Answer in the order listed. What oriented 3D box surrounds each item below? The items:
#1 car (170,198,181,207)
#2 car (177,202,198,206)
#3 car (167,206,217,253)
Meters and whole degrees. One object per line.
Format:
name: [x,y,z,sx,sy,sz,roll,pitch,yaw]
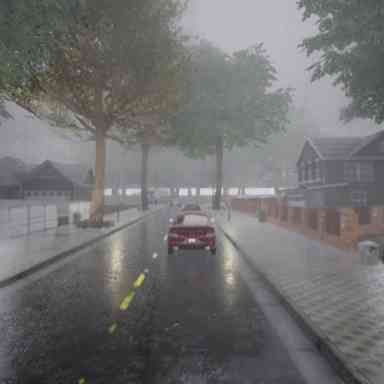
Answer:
car: [-2.756,1.835,57.459,2.128,1.511,4.902,0,0,0]
car: [0.005,1.802,29.326,1.994,1.385,4.181,0,0,0]
car: [0.004,1.609,14.481,1.882,1.535,5.008,0,0,0]
